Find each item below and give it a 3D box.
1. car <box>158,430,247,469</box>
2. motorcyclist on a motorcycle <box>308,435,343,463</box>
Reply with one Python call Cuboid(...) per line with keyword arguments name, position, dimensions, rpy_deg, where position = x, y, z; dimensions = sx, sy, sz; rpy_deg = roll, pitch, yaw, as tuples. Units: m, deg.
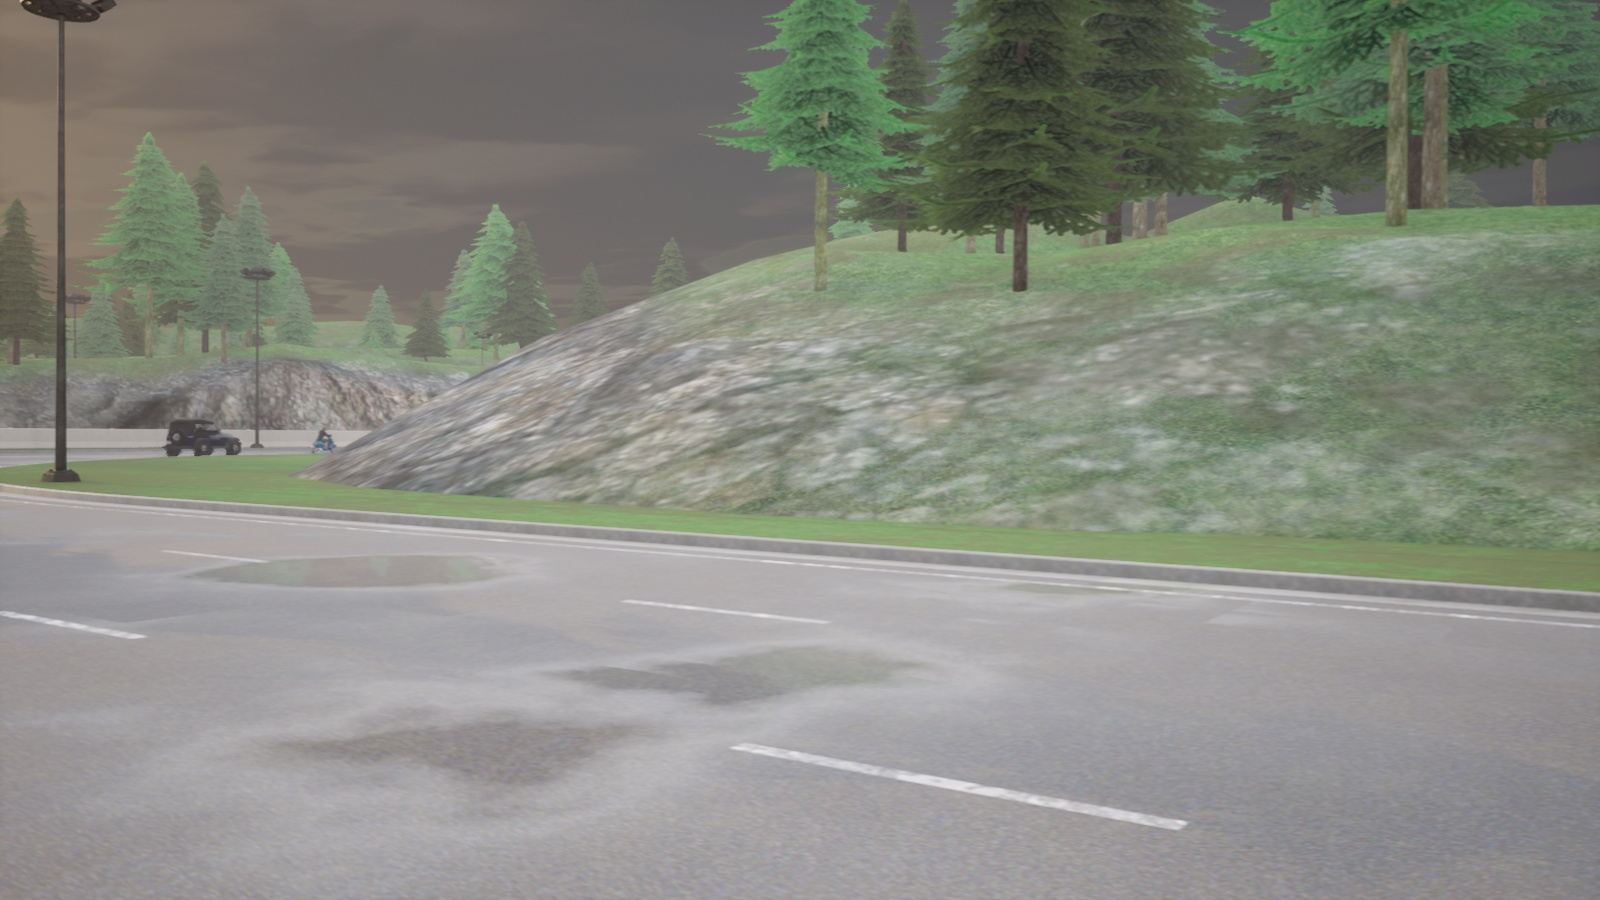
Cuboid(name="car", position=(-29.493, -0.053, 62.097), dimensions=(1.905, 1.878, 3.866), rpy_deg=(-1, 1, 13))
Cuboid(name="motorcyclist on a motorcycle", position=(-28.101, -0.076, 74.362), dimensions=(0.866, 1.590, 1.817), rpy_deg=(2, 2, 31))
